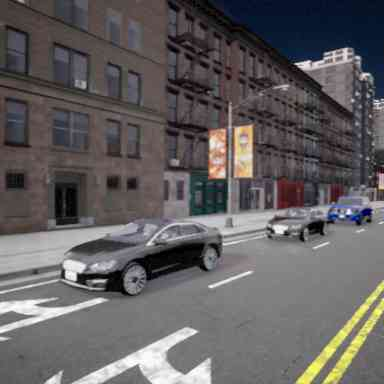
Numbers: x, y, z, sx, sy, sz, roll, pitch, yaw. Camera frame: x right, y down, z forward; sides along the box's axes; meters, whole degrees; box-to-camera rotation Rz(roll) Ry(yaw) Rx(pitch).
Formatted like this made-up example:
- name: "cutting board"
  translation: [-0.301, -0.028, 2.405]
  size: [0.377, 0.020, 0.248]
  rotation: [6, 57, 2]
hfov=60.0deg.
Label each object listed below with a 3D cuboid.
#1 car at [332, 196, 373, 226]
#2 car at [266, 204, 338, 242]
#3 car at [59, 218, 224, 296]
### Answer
- name: "car"
  translation: [12.123, 1.337, 25.256]
  size: [2.150, 2.045, 5.566]
  rotation: [1, 0, 38]
- name: "car"
  translation: [5.469, 1.542, 16.921]
  size: [2.128, 1.511, 4.902]
  rotation: [1, 0, 39]
- name: "car"
  translation: [-1.009, 1.477, 8.810]
  size: [2.128, 1.511, 4.902]
  rotation: [1, 0, 37]
